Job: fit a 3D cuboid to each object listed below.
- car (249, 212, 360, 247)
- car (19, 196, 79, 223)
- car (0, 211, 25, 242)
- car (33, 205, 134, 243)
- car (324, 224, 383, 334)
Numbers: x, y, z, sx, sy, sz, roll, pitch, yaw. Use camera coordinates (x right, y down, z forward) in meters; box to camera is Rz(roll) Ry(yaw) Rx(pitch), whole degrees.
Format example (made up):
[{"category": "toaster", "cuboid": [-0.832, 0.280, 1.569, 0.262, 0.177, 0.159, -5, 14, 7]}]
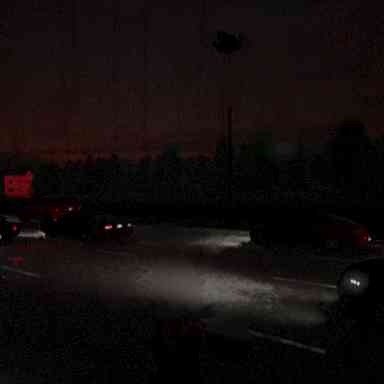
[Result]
[{"category": "car", "cuboid": [4.652, 1.545, 13.565, 4.674, 1.442, 1.812, 0, 0, 36]}, {"category": "car", "cuboid": [-10.501, 1.290, 24.453, 5.566, 2.045, 2.150, 0, 0, 36]}, {"category": "car", "cuboid": [-10.098, 1.650, 15.548, 4.718, 1.301, 1.895, 0, 0, 36]}, {"category": "car", "cuboid": [-5.290, 1.590, 16.409, 5.357, 1.411, 2.033, 0, 0, 36]}, {"category": "car", "cuboid": [4.801, 1.493, 4.859, 4.902, 1.511, 2.128, 0, 0, 36]}]
